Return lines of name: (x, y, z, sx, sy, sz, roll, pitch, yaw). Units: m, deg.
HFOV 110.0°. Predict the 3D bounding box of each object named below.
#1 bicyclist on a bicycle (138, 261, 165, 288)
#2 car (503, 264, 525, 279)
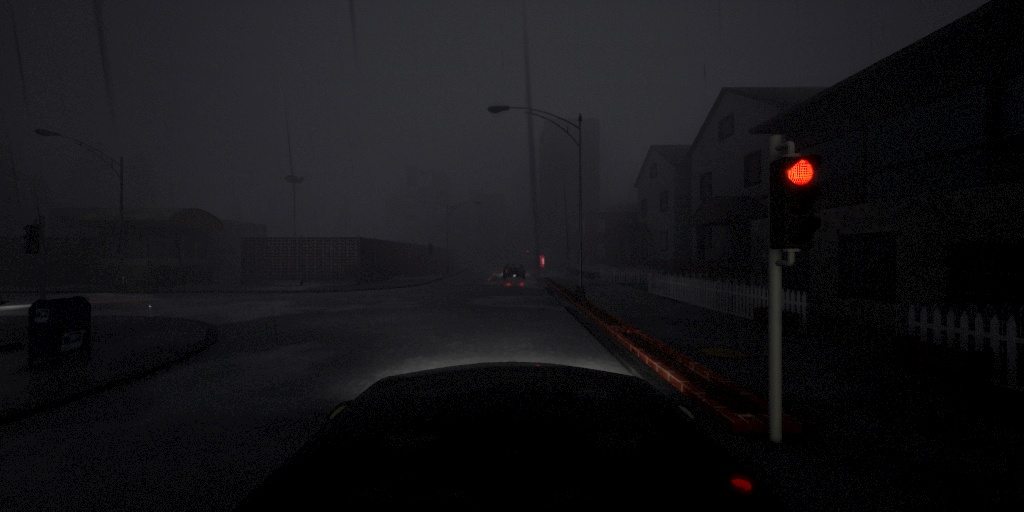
bicyclist on a bicycle: (-21.728, 1.099, 21.633, 0.582, 1.620, 1.656, 0, 0, 0)
car: (0.168, 1.351, 32.599, 1.895, 1.301, 4.718, 0, 0, -1)
